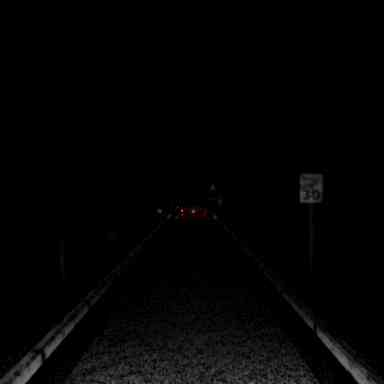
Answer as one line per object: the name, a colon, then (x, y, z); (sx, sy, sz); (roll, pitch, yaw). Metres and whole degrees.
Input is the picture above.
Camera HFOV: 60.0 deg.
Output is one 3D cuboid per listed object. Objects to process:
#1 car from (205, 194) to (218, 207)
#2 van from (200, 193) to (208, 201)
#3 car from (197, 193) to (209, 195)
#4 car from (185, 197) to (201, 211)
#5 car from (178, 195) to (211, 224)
car: (2.992, 1.482, 47.206); (2.231, 1.521, 4.892); (0, 0, 0)
van: (2.990, 1.204, 85.982); (1.878, 1.987, 4.442); (0, 0, 0)
car: (2.991, 1.183, 74.851); (2.435, 2.045, 5.566); (0, 0, 0)
car: (0.096, 1.482, 42.992); (1.882, 1.535, 5.008); (0, 0, 0)
car: (0.096, 1.357, 24.983); (2.097, 1.767, 4.553); (0, 0, 0)
